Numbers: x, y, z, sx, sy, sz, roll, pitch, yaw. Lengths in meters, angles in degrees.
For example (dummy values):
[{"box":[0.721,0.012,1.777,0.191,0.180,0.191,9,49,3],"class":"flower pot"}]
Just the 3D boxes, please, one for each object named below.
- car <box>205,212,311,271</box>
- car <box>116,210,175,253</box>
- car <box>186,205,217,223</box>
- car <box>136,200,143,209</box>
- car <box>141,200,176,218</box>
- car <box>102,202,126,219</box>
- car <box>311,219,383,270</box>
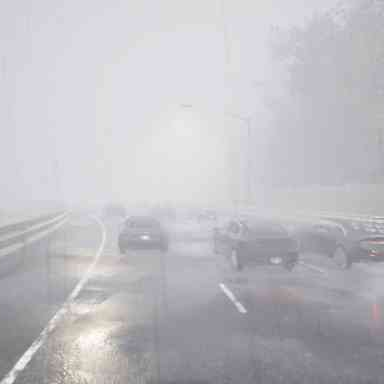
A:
[{"box":[1.960,1.674,11.611,1.837,1.490,4.892,1,-1,-9],"class":"car"},{"box":[-2.166,1.699,14.419,1.994,1.385,4.181,1,-1,-12],"class":"car"},{"box":[0.875,1.886,29.491,1.812,1.442,4.674,1,-1,-18],"class":"car"},{"box":[-8.397,2.095,56.903,1.994,1.385,4.181,1,-1,-14],"class":"car"},{"box":[-2.799,1.793,29.487,2.128,1.511,4.902,1,-1,-19],"class":"car"},{"box":[-7.625,1.734,32.354,1.882,1.535,5.008,1,-1,-21],"class":"car"},{"box":[5.340,1.719,12.001,2.128,1.511,4.902,1,-1,-9],"class":"car"}]
